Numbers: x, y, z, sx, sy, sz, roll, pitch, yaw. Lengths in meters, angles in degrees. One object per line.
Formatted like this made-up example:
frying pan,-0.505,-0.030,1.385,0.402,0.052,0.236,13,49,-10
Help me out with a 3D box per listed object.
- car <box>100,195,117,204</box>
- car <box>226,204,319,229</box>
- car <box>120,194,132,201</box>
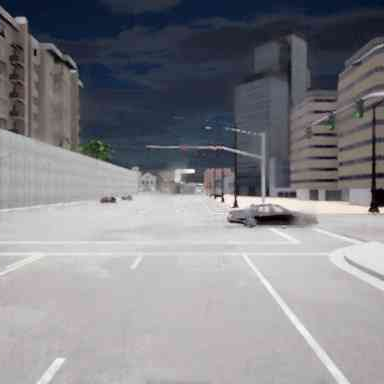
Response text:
car,-13.850,1.264,55.078,1.994,1.385,4.181,0,0,1
car,4.759,1.448,20.234,5.357,1.411,2.033,0,0,0
car,-13.747,1.126,70.165,1.812,1.442,4.674,0,0,0
